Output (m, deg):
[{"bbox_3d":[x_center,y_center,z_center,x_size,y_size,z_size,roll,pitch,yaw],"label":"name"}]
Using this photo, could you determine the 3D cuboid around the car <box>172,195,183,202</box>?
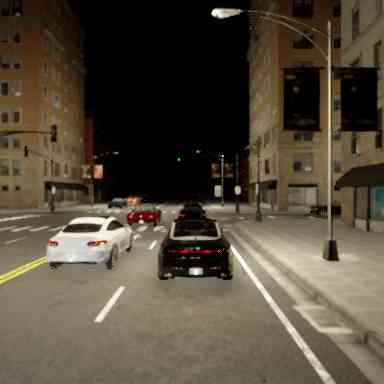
[{"bbox_3d":[-3.371,1.441,73.904,1.812,1.442,4.674,0,0,0],"label":"car"}]

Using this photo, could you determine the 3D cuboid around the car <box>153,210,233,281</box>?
[{"bbox_3d":[0.085,1.496,9.760,1.837,1.490,4.892,0,0,0],"label":"car"}]

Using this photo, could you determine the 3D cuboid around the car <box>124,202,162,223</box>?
[{"bbox_3d":[-3.184,1.577,23.099,1.895,1.301,4.718,0,0,0],"label":"car"}]

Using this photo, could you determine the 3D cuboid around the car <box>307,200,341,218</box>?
[{"bbox_3d":[13.008,1.505,30.163,4.902,1.511,2.128,0,0,-1],"label":"car"}]

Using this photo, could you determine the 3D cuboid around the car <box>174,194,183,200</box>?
[{"bbox_3d":[-3.388,1.329,83.907,1.994,1.385,4.181,0,0,0],"label":"car"}]

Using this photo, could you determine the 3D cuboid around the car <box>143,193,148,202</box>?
[{"bbox_3d":[-9.856,1.150,65.198,2.150,2.045,5.566,0,0,0],"label":"car"}]

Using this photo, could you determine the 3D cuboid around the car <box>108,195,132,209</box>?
[{"bbox_3d":[-9.917,1.502,44.895,2.033,1.411,5.357,0,0,0],"label":"car"}]

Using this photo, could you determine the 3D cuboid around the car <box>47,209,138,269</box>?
[{"bbox_3d":[-3.170,1.515,11.034,1.812,1.442,4.674,0,0,0],"label":"car"}]

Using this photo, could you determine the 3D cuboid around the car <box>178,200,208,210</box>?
[{"bbox_3d":[0.043,1.505,21.929,1.812,1.442,4.674,0,0,0],"label":"car"}]

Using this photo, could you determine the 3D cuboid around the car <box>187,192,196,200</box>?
[{"bbox_3d":[-0.138,1.002,83.942,2.150,2.045,5.566,0,0,0],"label":"car"}]

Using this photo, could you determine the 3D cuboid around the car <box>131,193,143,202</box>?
[{"bbox_3d":[-9.908,1.294,54.785,2.097,1.767,4.553,0,0,0],"label":"car"}]

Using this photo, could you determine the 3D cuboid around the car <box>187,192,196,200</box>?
[{"bbox_3d":[-0.120,1.417,73.493,1.837,1.490,4.892,0,0,0],"label":"car"}]
